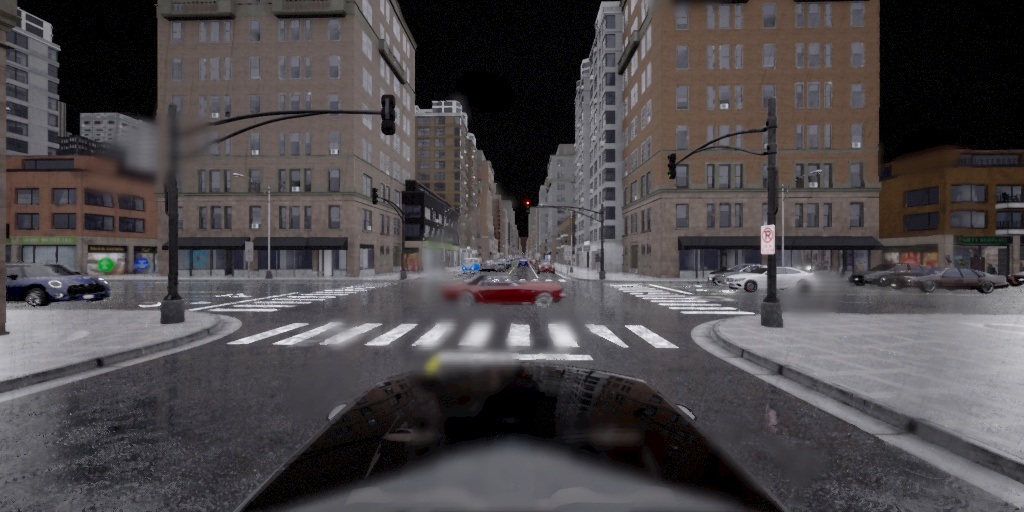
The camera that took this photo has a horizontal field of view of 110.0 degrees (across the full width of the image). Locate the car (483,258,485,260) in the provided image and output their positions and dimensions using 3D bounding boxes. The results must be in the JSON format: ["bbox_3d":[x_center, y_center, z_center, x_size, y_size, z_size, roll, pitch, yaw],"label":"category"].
[{"bbox_3d":[-4.520,1.090,46.652,2.192,1.841,5.009,0,0,2],"label":"car"}]

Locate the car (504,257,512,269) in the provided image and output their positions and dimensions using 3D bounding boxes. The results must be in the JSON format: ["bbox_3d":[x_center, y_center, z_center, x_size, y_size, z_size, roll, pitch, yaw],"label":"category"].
[{"bbox_3d":[-1.488,1.136,54.534,2.097,1.767,4.553,0,0,2],"label":"car"}]

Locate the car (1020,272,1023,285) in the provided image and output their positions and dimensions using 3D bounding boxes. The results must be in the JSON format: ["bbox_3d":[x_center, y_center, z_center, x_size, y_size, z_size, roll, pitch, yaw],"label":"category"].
[{"bbox_3d":[35.045,1.359,23.196,4.181,1.385,1.994,0,0,2],"label":"car"}]

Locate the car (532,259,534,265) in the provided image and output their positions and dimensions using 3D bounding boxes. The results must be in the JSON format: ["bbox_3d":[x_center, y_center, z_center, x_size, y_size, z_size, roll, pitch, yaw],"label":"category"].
[{"bbox_3d":[4.002,1.341,46.369,1.948,1.339,4.313,0,0,2],"label":"car"}]

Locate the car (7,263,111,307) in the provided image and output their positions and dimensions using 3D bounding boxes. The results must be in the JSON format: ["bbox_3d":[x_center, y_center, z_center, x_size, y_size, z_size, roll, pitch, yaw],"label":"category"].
[{"bbox_3d":[-19.627,1.085,14.806,4.553,1.767,2.097,0,0,2],"label":"car"}]

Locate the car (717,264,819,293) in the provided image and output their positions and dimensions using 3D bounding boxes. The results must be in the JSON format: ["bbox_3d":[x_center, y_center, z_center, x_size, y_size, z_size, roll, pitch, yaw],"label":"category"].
[{"bbox_3d":[14.769,1.291,20.531,4.674,1.442,1.812,0,0,3],"label":"car"}]

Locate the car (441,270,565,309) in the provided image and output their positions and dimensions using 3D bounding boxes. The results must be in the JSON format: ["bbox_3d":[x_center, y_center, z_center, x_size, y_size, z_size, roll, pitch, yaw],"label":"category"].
[{"bbox_3d":[-0.295,1.348,14.257,4.718,1.301,1.895,0,0,2],"label":"car"}]

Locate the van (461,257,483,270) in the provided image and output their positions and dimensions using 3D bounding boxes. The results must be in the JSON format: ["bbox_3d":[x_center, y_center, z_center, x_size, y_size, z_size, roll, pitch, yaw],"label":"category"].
[{"bbox_3d":[-4.707,1.111,41.132,1.690,1.789,3.998,0,0,2],"label":"van"}]

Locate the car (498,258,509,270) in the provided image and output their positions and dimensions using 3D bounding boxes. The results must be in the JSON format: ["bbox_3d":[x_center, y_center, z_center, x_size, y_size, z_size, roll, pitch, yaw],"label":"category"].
[{"bbox_3d":[-1.812,1.338,44.897,1.994,1.385,4.181,0,0,3],"label":"car"}]

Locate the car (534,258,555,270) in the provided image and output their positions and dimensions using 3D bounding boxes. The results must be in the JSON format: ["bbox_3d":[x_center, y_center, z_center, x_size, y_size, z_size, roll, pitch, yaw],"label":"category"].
[{"bbox_3d":[3.814,1.210,40.847,1.967,1.591,4.097,0,0,2],"label":"car"}]

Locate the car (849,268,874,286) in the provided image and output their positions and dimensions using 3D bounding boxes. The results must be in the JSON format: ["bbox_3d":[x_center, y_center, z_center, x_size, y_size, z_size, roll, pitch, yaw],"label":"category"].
[{"bbox_3d":[25.063,1.283,23.490,4.892,1.490,1.837,0,0,2],"label":"car"}]

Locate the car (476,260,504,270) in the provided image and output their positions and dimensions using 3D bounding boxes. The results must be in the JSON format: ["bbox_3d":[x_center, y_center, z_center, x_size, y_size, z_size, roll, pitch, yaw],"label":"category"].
[{"bbox_3d":[-2.142,1.365,35.814,1.895,1.301,4.718,0,0,2],"label":"car"}]

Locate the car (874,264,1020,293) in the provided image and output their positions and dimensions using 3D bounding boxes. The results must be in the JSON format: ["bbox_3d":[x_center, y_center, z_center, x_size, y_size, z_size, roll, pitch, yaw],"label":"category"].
[{"bbox_3d":[24.356,1.325,20.258,5.357,1.411,2.033,0,0,2],"label":"car"}]

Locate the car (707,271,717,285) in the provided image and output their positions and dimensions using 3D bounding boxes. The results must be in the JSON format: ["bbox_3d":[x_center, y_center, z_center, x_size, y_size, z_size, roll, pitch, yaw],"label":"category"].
[{"bbox_3d":[15.646,1.257,23.758,4.902,1.511,2.128,0,0,2],"label":"car"}]

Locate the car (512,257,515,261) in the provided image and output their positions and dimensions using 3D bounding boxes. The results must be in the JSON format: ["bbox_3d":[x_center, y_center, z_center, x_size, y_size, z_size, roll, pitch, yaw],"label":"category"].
[{"bbox_3d":[-1.115,1.146,64.518,2.097,1.767,4.553,0,0,3],"label":"car"}]
